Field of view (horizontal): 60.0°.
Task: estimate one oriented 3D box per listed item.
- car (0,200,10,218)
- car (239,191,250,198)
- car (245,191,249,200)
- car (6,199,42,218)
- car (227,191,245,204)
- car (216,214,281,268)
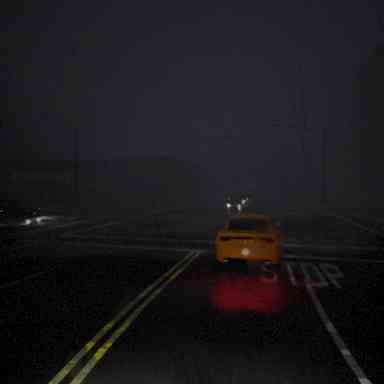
[{"bbox_3d":[-16.055,1.450,24.045,4.718,1.301,1.895,0,1,14],"label":"car"},{"bbox_3d":[11.338,0.504,71.454,2.033,1.411,5.357,0,1,12],"label":"car"},{"bbox_3d":[8.686,0.762,59.592,1.994,1.385,4.181,0,1,13],"label":"car"},{"bbox_3d":[-15.248,1.330,27.443,5.357,1.411,2.033,0,1,14],"label":"car"},{"bbox_3d":[6.434,0.903,49.483,1.837,1.490,4.892,0,1,13],"label":"car"},{"bbox_3d":[2.042,1.493,11.596,1.882,1.535,5.008,0,0,13],"label":"car"}]
